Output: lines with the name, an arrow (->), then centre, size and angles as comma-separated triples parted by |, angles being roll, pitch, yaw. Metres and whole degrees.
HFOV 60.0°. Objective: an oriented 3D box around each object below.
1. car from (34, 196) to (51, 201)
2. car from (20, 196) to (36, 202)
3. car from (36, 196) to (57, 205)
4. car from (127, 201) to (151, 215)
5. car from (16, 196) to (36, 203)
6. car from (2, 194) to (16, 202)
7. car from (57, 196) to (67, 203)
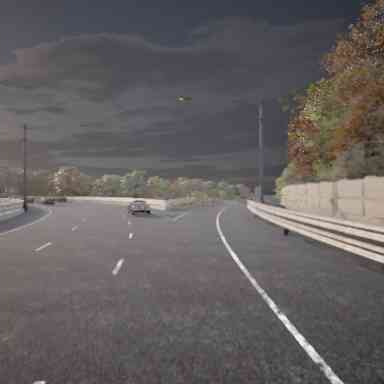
car -> -37.883, 1.684, 84.199 | 4.718, 1.301, 1.895 | 0, 0, 40
car -> -40.240, 1.700, 81.611 | 4.718, 1.301, 1.895 | 0, 0, 40
car -> -26.885, 1.689, 61.302 | 1.837, 1.490, 4.892 | 0, 0, -36
car -> -5.514, 1.585, 34.135 | 2.033, 1.411, 5.357 | 0, 0, -18
car -> -36.165, 1.834, 72.719 | 1.895, 1.301, 4.718 | 0, 0, -45
car -> -42.574, 1.599, 79.004 | 5.008, 1.535, 1.882 | 0, 0, 40
car -> -30.664, 1.701, 77.087 | 1.837, 1.490, 4.892 | 0, 0, -45
